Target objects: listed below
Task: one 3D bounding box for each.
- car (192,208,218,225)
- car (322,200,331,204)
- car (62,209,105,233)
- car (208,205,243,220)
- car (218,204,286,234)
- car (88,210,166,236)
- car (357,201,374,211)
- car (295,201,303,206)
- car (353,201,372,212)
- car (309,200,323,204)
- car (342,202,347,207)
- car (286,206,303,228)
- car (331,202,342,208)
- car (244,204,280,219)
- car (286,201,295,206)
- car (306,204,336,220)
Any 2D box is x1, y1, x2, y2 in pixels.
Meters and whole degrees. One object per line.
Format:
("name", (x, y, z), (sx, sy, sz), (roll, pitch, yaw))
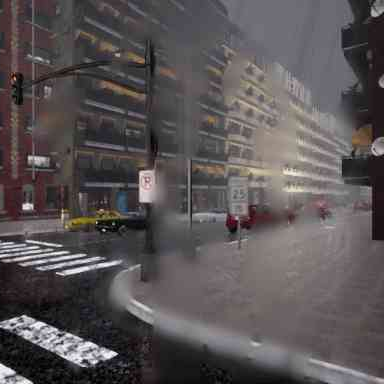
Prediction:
("car", (1.981, 2.093, 29.001), (1.895, 1.301, 4.718), (0, -1, 35))
("car", (26.433, 2.640, 68.479), (2.192, 1.841, 5.009), (-1, -2, 35))
("car", (-6.143, 1.834, 21.937), (1.752, 1.417, 4.829), (-1, -2, 35))
("car", (3.699, 2.164, 35.995), (1.887, 1.381, 4.507), (-1, -2, 35))
("car", (4.074, 1.711, 21.986), (2.192, 1.841, 5.009), (-1, -2, 35))
("car", (-3.765, 1.911, 20.794), (1.895, 1.301, 4.718), (0, -1, 35))
("car", (33.306, 2.621, 63.742), (2.192, 1.841, 5.009), (-1, -2, 35))
("car", (16.689, 2.340, 54.560), (2.192, 1.841, 5.009), (-1, -2, 35))
("car", (30.057, 2.522, 59.101), (2.192, 1.841, 5.009), (-1, -2, 35))
("car", (23.187, 2.771, 63.834), (1.887, 1.381, 4.507), (-1, -2, 35))
("car", (39.428, 3.282, 87.033), (1.947, 1.339, 4.313), (-1, -2, 35))
("car", (7.324, 2.043, 26.619), (1.887, 1.381, 4.507), (-1, -2, 35))
("car", (32.931, 3.067, 77.753), (1.887, 1.381, 4.507), (-1, -2, 35))
("car", (7.954, 2.171, 37.513), (2.128, 1.511, 4.902), (0, -1, 35))
("car", (13.344, 2.446, 49.775), (1.752, 1.417, 4.829), (-1, -2, 35))
("car", (13.820, 2.284, 35.897), (1.802, 1.307, 4.206), (-1, -2, 35))
